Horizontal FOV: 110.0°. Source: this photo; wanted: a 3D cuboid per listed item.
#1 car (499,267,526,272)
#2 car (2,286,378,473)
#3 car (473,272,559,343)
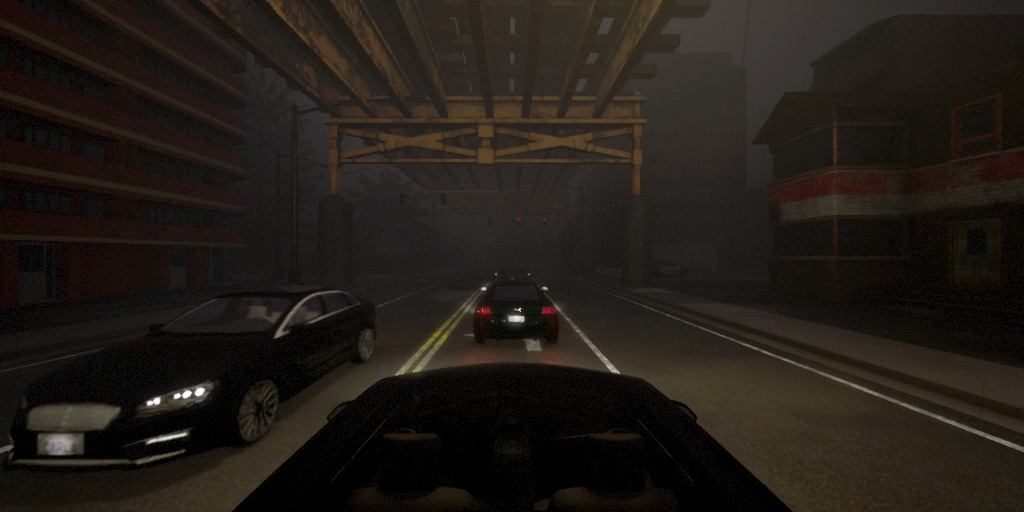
[{"bbox_3d":[0.032,1.280,19.616,2.033,1.411,5.357,0,0,0],"label":"car"},{"bbox_3d":[-3.608,1.242,5.312,2.128,1.511,4.902,0,0,0],"label":"car"},{"bbox_3d":[0.076,1.311,9.666,1.994,1.385,4.181,0,0,-1],"label":"car"}]
